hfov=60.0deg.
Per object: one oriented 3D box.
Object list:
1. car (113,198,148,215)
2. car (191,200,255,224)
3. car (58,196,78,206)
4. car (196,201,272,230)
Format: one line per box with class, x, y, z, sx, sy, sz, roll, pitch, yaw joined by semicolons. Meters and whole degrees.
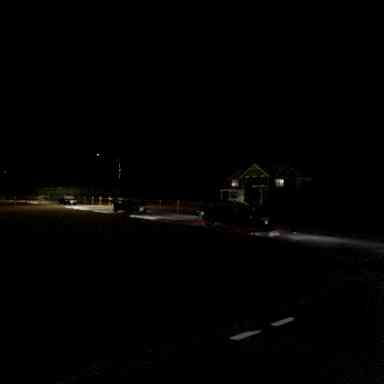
car;-5.958;1.309;31.885;2.128;1.511;4.902;2;-1;-36
car;2.228;1.434;25.224;2.128;1.511;4.902;2;-1;-34
car;-18.505;1.289;49.456;2.128;1.511;4.902;2;-1;-36
car;2.594;1.389;20.109;2.128;1.511;4.902;2;-1;-37
